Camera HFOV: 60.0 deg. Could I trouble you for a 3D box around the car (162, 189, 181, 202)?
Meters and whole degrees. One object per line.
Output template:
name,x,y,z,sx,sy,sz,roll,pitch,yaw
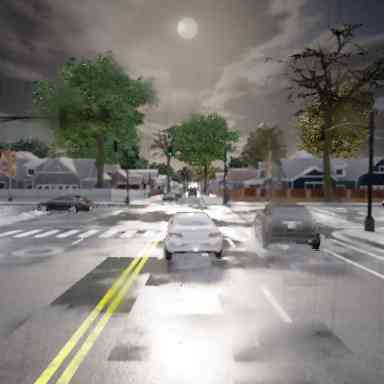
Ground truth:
car,-3.059,0.692,47.336,1.994,1.385,4.181,0,1,1

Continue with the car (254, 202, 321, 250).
car,3.807,1.216,13.960,2.097,1.767,4.553,0,1,7

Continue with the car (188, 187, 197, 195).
car,0.213,-0.199,84.113,2.150,2.045,5.566,0,0,1

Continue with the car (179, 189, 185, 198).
car,-2.836,0.410,62.146,1.882,1.535,5.008,0,1,1

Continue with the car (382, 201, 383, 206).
car,21.161,0.938,31.692,5.357,1.411,2.033,0,3,0

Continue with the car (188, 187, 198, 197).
car,0.089,0.291,73.657,1.837,1.490,4.892,0,1,1

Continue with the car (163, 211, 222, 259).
car,-0.053,1.408,12.053,1.812,1.442,4.674,0,1,-4

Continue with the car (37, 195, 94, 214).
car,-10.625,0.986,27.873,4.892,1.490,1.837,1,1,16

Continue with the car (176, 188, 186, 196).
car,-2.618,0.065,77.396,2.097,1.767,4.553,0,1,1
